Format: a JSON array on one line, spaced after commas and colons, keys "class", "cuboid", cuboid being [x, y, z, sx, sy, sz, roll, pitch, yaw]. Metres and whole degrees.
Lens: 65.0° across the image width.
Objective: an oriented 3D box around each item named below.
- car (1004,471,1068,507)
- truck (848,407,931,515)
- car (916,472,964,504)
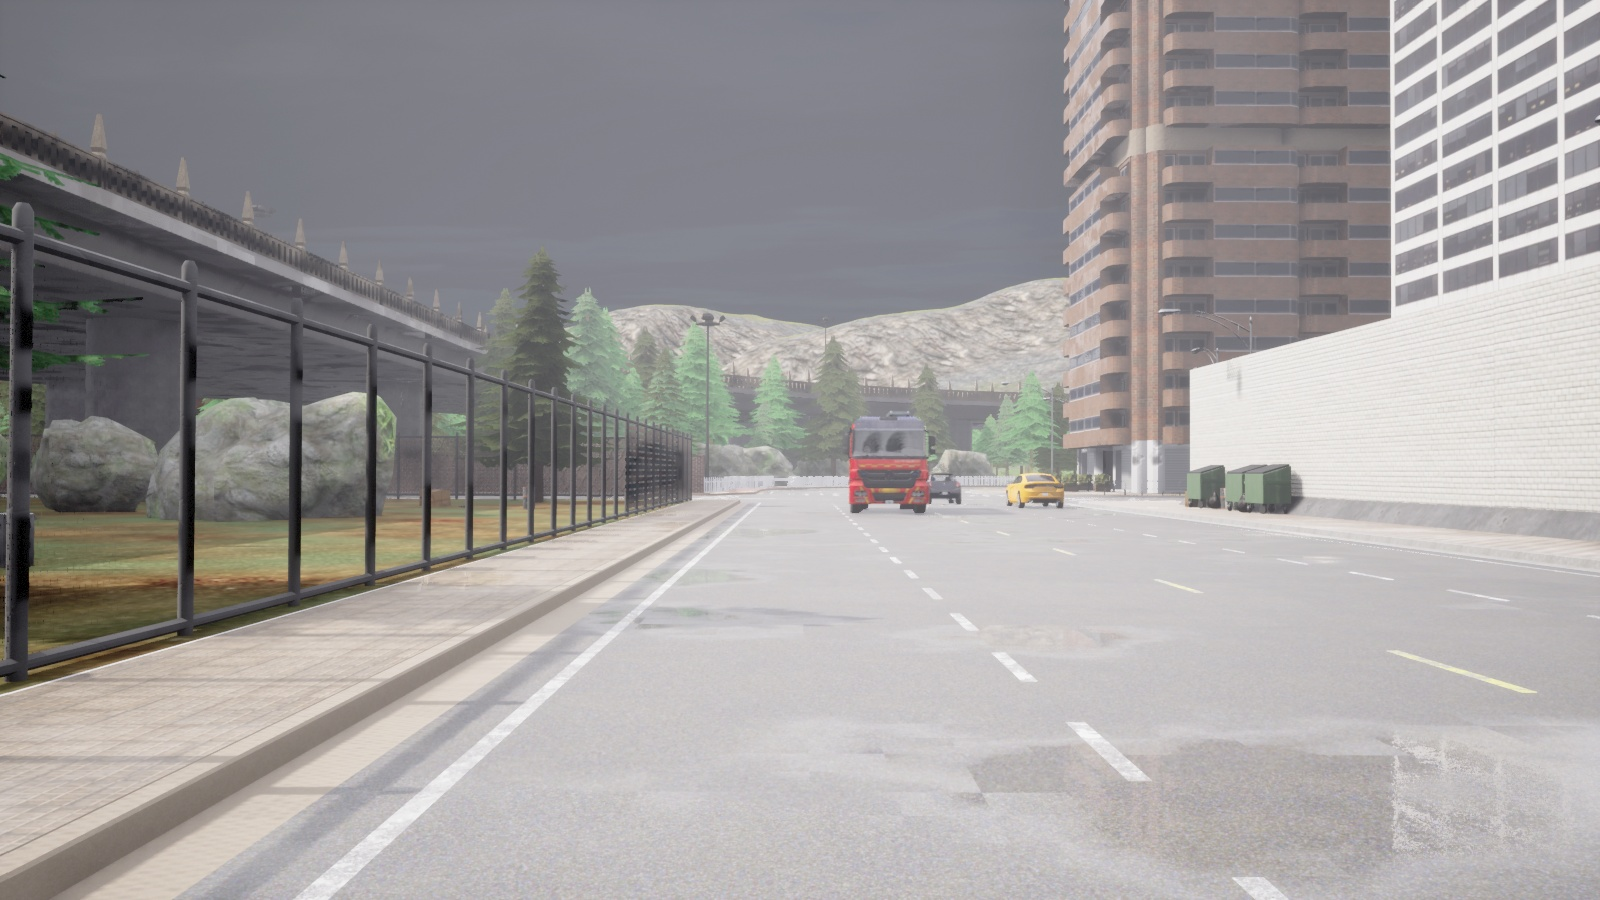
[{"class": "car", "cuboid": [10.344, 1.679, 55.419, 1.882, 1.535, 5.008, 0, -1, 0]}, {"class": "truck", "cuboid": [3.349, 0.454, 48.802, 2.891, 3.827, 8.468, 0, -1, 2]}, {"class": "car", "cuboid": [6.787, 1.850, 61.138, 1.845, 1.501, 3.633, 0, -2, -1]}]
